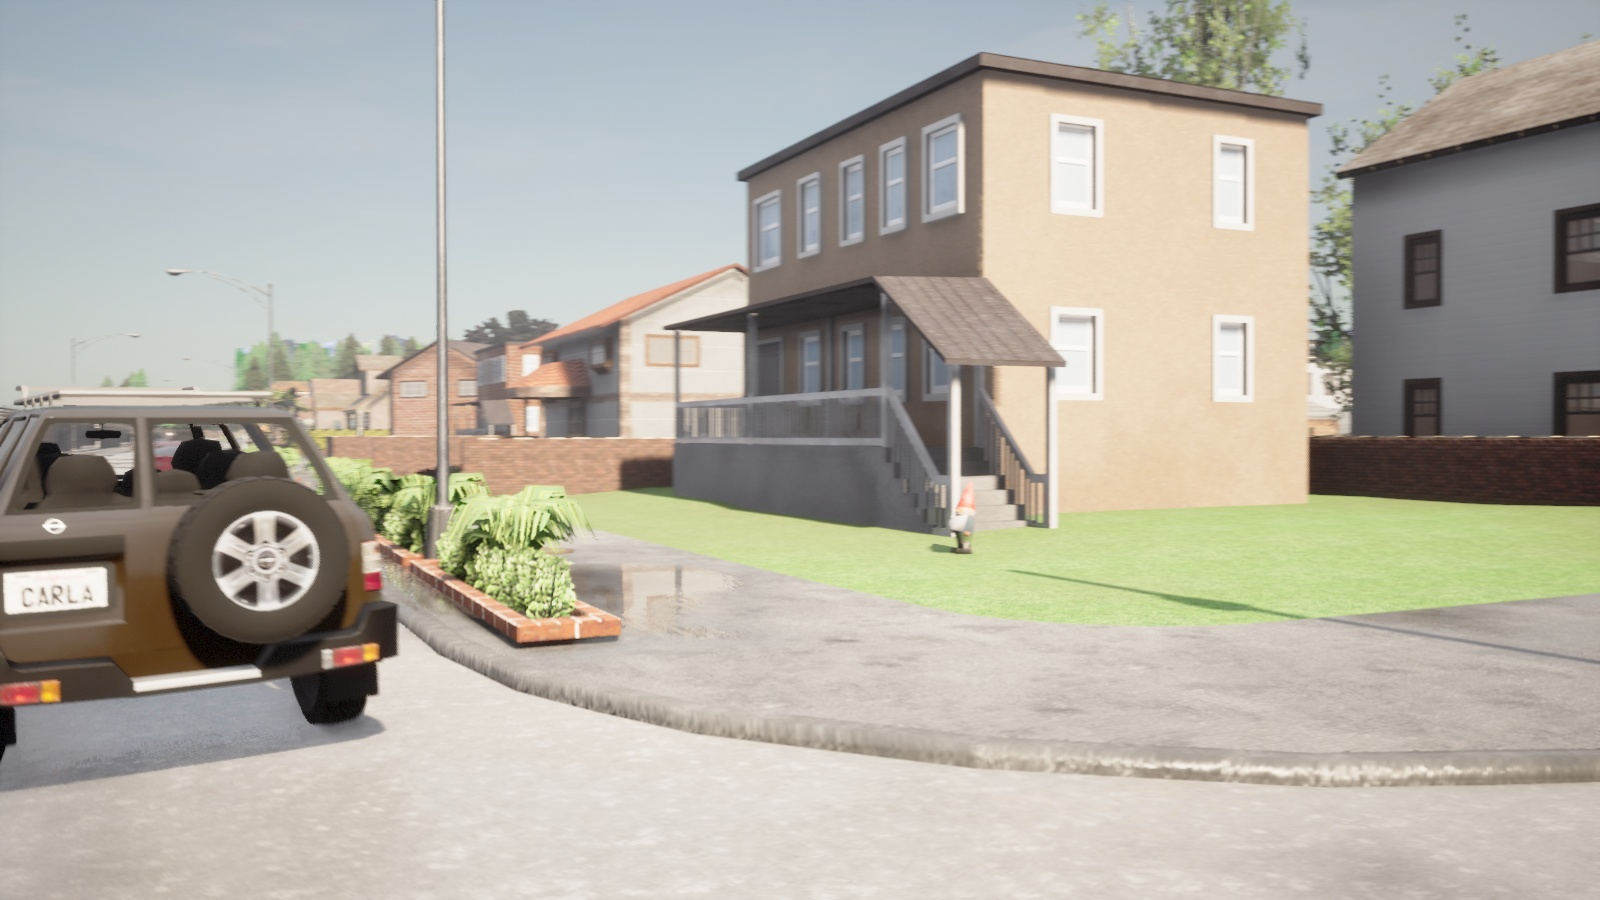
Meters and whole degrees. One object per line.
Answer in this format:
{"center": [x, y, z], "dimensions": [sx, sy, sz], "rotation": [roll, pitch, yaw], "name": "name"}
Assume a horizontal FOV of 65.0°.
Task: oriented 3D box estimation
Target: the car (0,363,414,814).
{"center": [-4.056, 0.529, 7.455], "dimensions": [1.932, 1.855, 4.605], "rotation": [-1, 1, -37], "name": "car"}
